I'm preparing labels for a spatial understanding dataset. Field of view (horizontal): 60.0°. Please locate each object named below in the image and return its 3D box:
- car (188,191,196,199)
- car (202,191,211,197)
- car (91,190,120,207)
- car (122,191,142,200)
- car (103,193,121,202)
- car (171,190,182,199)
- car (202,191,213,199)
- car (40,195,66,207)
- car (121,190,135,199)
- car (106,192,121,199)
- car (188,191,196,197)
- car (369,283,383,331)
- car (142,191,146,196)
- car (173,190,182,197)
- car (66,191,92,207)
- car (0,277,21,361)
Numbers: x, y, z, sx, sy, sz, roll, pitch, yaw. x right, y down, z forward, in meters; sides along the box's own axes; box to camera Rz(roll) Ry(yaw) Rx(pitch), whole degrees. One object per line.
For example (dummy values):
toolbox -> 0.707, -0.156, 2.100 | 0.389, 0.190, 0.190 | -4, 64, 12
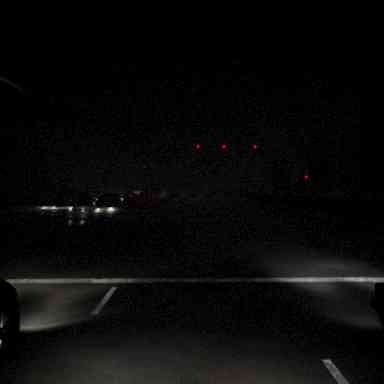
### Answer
car -> -0.014, 0.732, 71.101 | 1.837, 1.490, 4.892 | 0, 1, 0
car -> 3.484, 0.502, 81.520 | 2.033, 1.411, 5.357 | 0, 1, 0
car -> -10.594, 0.906, 41.689 | 2.097, 1.767, 4.553 | 0, 1, 0
car -> -10.564, 0.936, 57.222 | 2.033, 1.411, 5.357 | 0, 1, 1
car -> -14.059, 0.936, 58.727 | 1.994, 1.385, 4.181 | 0, 1, 0
car -> -3.514, 0.732, 71.100 | 1.837, 1.490, 4.892 | 0, 1, 0
car -> 3.486, 0.772, 71.102 | 2.033, 1.411, 5.357 | 0, 1, 0
car -> -17.592, 1.110, 42.414 | 1.994, 1.385, 4.181 | 0, 1, 0
car -> -14.015, 0.564, 73.211 | 2.097, 1.767, 4.553 | 0, 1, 0
car -> -17.515, 0.734, 74.243 | 2.033, 1.411, 5.357 | 0, 1, 0
car -> -0.016, 0.440, 81.519 | 1.882, 1.535, 5.008 | 0, 1, 0
car -> 3.581, 1.569, 2.852 | 1.895, 1.301, 4.718 | 0, 1, 0
car -> -10.515, 0.577, 72.323 | 2.097, 1.767, 4.553 | 0, 1, 0
car -> -3.516, 0.317, 81.487 | 2.097, 1.767, 4.553 | 0, 1, 0
car -> -14.092, 1.044, 42.790 | 1.837, 1.490, 4.892 | 0, 1, 0
car -> -3.463, 1.320, 2.886 | 2.097, 1.767, 4.553 | 0, 1, -1
